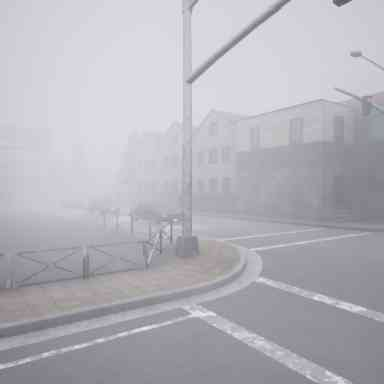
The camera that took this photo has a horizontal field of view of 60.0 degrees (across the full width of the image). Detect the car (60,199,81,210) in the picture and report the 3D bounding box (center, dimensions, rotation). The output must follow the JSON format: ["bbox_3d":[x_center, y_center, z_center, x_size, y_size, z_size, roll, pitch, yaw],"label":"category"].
[{"bbox_3d":[-14.109,1.425,39.269,1.895,1.301,4.718,0,0,-35],"label":"car"}]

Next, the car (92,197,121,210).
[{"bbox_3d":[-10.476,1.329,40.454,1.837,1.490,4.892,0,0,-35],"label":"car"}]

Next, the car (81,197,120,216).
[{"bbox_3d":[-8.291,1.315,30.995,2.128,1.511,4.902,0,0,-35],"label":"car"}]

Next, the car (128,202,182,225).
[{"bbox_3d":[-2.549,1.371,22.874,2.033,1.411,5.357,0,0,-35],"label":"car"}]
